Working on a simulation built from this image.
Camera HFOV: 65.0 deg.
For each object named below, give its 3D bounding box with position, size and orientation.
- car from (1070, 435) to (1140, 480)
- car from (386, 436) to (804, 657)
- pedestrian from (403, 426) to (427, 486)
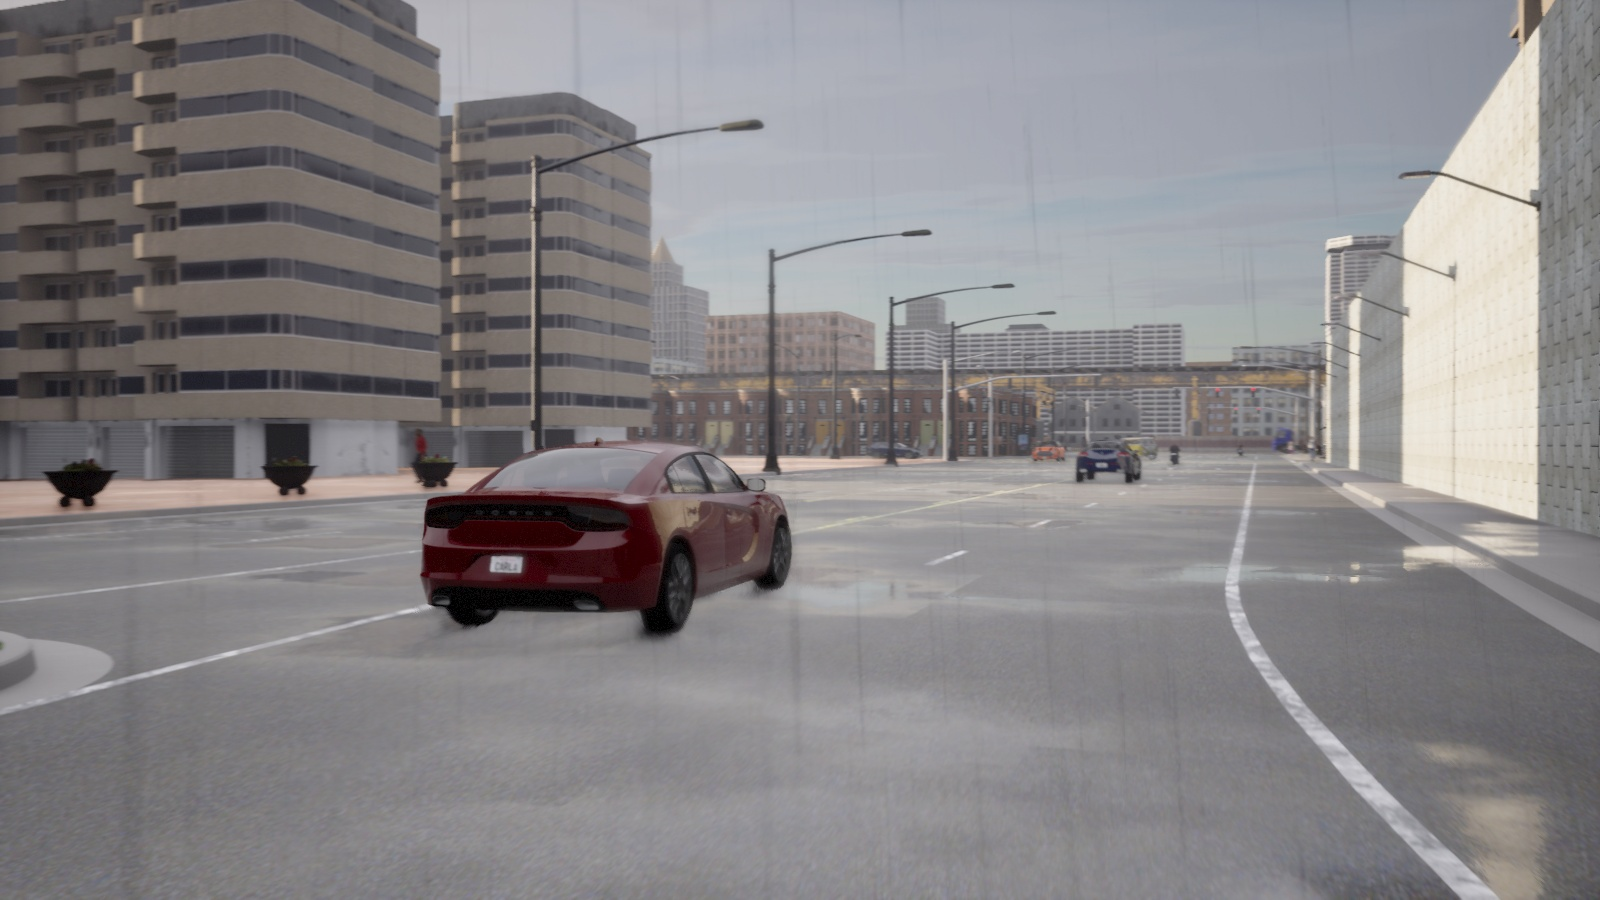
[{"bbox_3d":[12.003,0.268,49.196,2.152,1.651,5.027,0,0,20],"label":"car"},{"bbox_3d":[-1.497,0.655,11.397,1.882,1.535,5.008,0,0,14],"label":"car"},{"bbox_3d":[-11.998,0.180,39.132,0.331,1.846,0.636,0,0,43],"label":"pedestrian"}]
